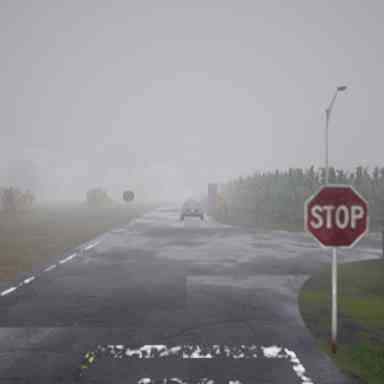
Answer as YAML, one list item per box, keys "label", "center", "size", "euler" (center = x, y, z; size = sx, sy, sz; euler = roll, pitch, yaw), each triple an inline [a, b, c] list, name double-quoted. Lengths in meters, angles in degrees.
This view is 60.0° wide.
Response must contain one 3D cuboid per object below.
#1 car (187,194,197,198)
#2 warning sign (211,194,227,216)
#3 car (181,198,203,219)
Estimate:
- label: "car"
  center: [-0.218, 1.498, 61.254]
  size: [1.994, 1.385, 4.181]
  euler: [0, 0, 0]
- label: "warning sign"
  center: [2.346, 1.101, 28.814]
  size: [1.300, 1.860, 1.060]
  euler: [0, 0, 0]
- label: "car"
  center: [0.001, 1.533, 28.438]
  size: [2.033, 1.411, 5.357]
  euler: [0, 0, 0]
